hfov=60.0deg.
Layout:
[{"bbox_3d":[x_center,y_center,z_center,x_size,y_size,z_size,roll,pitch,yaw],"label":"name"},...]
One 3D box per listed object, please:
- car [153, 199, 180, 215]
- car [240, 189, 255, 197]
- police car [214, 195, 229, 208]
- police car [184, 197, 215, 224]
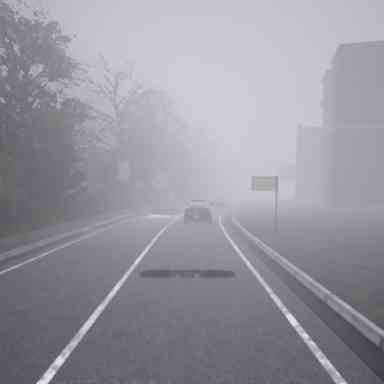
[{"bbox_3d":[-2.382,1.405,31.927,1.994,1.385,4.181,1,1,9],"label":"car"},{"bbox_3d":[11.742,0.176,70.388,1.882,1.535,5.008,3,4,30],"label":"car"},{"bbox_3d":[3.483,1.222,42.457,2.038,1.542,4.974,2,2,14],"label":"police car"},{"bbox_3d":[0.530,1.374,24.405,1.930,1.638,5.238,0,0,4],"label":"police car"}]
